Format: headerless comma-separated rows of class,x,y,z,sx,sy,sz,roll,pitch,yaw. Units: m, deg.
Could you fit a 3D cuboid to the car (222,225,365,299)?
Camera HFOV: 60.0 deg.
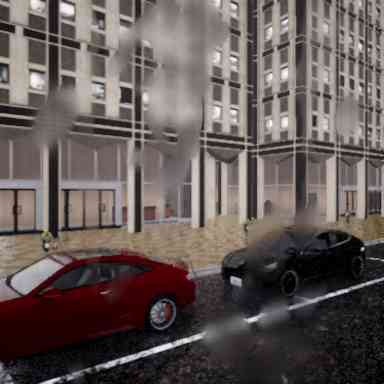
car,2.738,1.573,8.512,4.313,1.339,1.947,0,0,-35

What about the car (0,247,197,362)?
car,-1.861,1.584,5.232,4.206,1.307,1.802,0,0,-35
